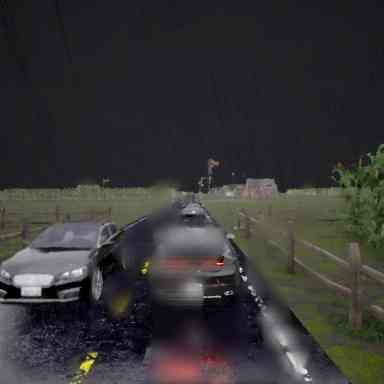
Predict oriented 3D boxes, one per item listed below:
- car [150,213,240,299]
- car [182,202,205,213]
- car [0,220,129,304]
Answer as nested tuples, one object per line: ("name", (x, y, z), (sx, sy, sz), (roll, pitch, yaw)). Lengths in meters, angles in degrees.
("car", (0.076, 1.506, 8.447), (1.837, 1.490, 4.892), (0, 0, 1))
("car", (0.126, 1.581, 28.701), (1.994, 1.385, 4.181), (0, 0, 0))
("car", (-2.838, 1.493, 8.331), (2.128, 1.511, 4.902), (0, 0, 0))
